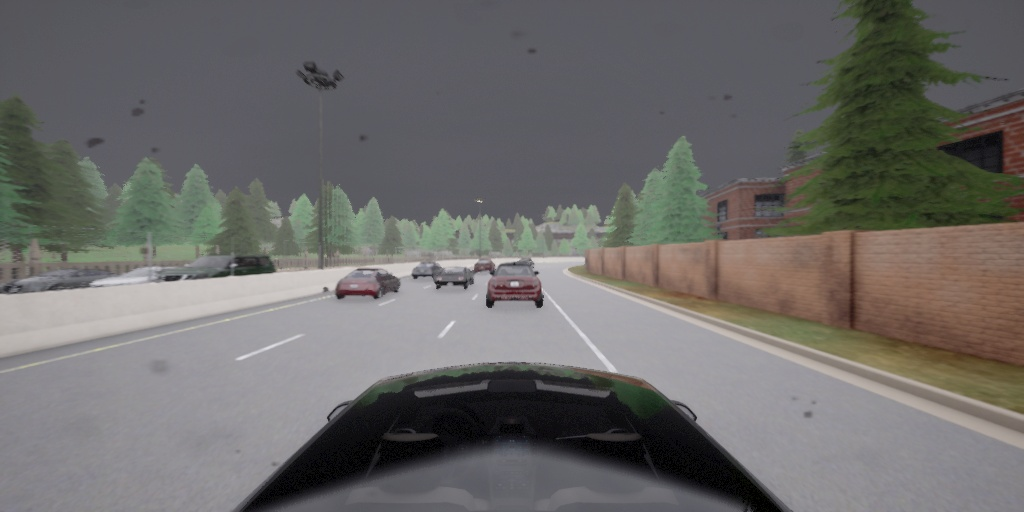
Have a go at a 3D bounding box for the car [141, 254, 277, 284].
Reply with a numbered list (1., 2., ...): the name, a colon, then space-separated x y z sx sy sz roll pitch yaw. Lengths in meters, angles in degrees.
1. car: -14.013 0.928 17.494 2.150 2.045 5.566 0 0 0

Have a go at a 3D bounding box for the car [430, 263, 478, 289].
1. car: -3.399 1.275 21.993 1.895 1.301 4.718 0 0 0

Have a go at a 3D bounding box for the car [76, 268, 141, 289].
1. car: -17.513 1.230 17.577 1.812 1.442 4.674 0 0 0

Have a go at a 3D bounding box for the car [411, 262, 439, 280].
1. car: -6.876 1.194 29.970 2.033 1.411 5.357 0 0 0

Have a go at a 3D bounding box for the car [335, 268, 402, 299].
1. car: -6.888 1.259 17.562 1.994 1.385 4.181 0 0 -1

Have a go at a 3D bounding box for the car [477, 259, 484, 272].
1. car: -2.904 1.082 39.748 1.882 1.535 5.008 0 1 4

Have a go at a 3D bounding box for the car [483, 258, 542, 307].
1. car: 0.100 1.048 15.294 2.097 1.767 4.553 0 0 0

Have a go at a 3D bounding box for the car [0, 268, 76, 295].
1. car: -21.018 1.274 17.115 1.994 1.385 4.181 0 0 1
